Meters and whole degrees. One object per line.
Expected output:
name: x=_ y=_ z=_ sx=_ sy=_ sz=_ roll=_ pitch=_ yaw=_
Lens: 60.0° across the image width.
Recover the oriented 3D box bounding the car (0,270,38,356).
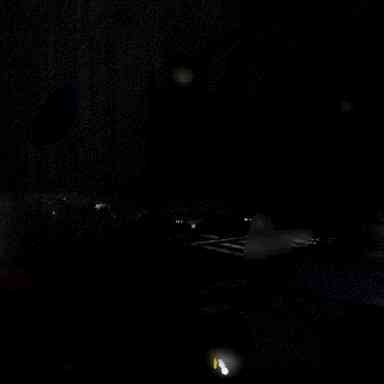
car: x=-4.186 y=1.545 z=3.665 sx=4.507 sy=1.381 sz=1.887 roll=0 pitch=-1 yaw=-36

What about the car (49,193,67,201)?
car: x=-26.123 y=0.988 z=64.677 sx=2.033 sy=1.411 sz=5.357 roll=-1 pitch=1 yaw=-36

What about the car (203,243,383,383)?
car: x=2.252 y=1.546 z=4.863 sx=2.033 sy=1.411 sz=5.357 roll=0 pitch=0 yaw=33

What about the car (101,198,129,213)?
car: x=-8.245 y=1.316 z=33.907 sx=2.033 sy=1.411 sz=5.357 roll=-1 pitch=1 yaw=-35

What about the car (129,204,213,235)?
car: x=-1.350 y=1.438 z=18.760 sx=2.128 sy=1.511 sz=4.902 roll=-1 pitch=1 yaw=-36

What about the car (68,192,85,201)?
car: x=-22.913 y=0.880 z=65.778 sx=1.882 sy=1.535 sz=5.008 roll=-1 pitch=1 yaw=-36

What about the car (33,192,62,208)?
car: x=-19.187 y=1.193 z=43.646 sx=2.128 sy=1.511 sz=4.902 roll=-1 pitch=1 yaw=-35

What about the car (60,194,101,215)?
car: x=-10.751 y=1.294 z=31.840 sx=1.882 sy=1.535 sz=5.008 roll=-1 pitch=1 yaw=-36

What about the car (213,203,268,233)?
car: x=2.194 y=1.404 z=19.396 sx=2.128 sy=1.511 sz=4.902 roll=-1 pitch=1 yaw=-36
